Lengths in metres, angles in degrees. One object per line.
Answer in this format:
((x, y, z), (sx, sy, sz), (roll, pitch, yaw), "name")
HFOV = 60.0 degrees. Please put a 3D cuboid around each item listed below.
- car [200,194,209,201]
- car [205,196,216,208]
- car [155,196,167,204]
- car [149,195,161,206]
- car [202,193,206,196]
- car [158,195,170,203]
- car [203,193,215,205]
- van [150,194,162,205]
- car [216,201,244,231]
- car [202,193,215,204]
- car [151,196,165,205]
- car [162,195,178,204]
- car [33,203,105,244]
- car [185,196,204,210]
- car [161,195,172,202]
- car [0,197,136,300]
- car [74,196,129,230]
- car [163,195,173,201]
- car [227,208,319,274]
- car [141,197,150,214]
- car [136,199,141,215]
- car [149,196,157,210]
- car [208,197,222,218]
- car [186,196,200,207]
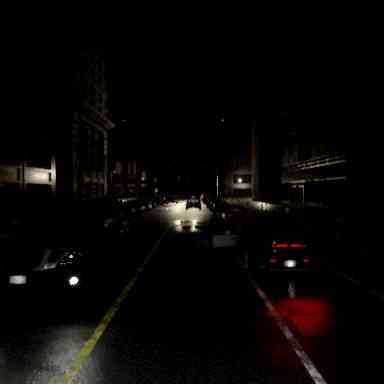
((2.959, 1.256, 78.115), (1.967, 1.590, 4.097), (0, 0, 0), "car")
((2.858, 1.476, 38.663), (1.802, 1.307, 4.206), (0, 0, 0), "car")
((-5.609, 1.428, 61.226), (1.802, 1.307, 4.206), (0, 0, 0), "car")
((-5.653, 1.463, 44.317), (1.802, 1.307, 4.206), (0, 0, 0), "car")
((2.900, 1.171, 55.570), (2.192, 1.841, 5.009), (0, 0, 0), "car")
((-5.594, 1.401, 66.863), (1.947, 1.339, 4.313), (0, 0, 0), "car")
((2.872, 1.321, 44.299), (1.967, 1.590, 4.097), (0, 0, 0), "car")
((-5.639, 1.210, 49.953), (1.690, 1.788, 3.998), (0, 0, 0), "van")
((2.814, 1.521, 21.754), (1.802, 1.307, 4.206), (0, 0, 0), "car")
((2.915, 1.160, 61.206), (2.192, 1.841, 5.009), (0, 0, 0), "car")
((-5.624, 1.382, 55.419), (1.752, 1.417, 4.829), (0, 0, 0), "car")
((-2.873, 1.063, 49.553), (2.033, 1.411, 5.357), (0, 0, 0), "car")
((-5.726, 1.395, 16.132), (1.967, 1.590, 4.097), (0, 0, 0), "car")
((0.180, 1.491, 40.147), (1.895, 1.301, 4.718), (0, 0, 0), "car")
((-5.580, 1.392, 72.499), (1.947, 1.339, 4.313), (0, 0, 0), "car")
((-3.080, 1.197, 8.669), (2.150, 2.045, 5.566), (0, 0, 0), "car")
((-5.712, 1.255, 21.769), (2.192, 1.841, 5.009), (0, 0, 0), "car")
((-5.565, 1.367, 78.136), (2.008, 1.369, 4.403), (0, 0, 0), "car")
((2.380, 1.475, 10.453), (1.837, 1.490, 4.892), (0, 0, 0), "car")
((-5.682, 1.475, 33.043), (1.947, 1.339, 4.313), (0, 0, 0), "car")
((-5.696, 1.490, 27.407), (1.947, 1.339, 4.313), (0, 0, 0), "car")
((-5.667, 1.445, 38.679), (2.008, 1.369, 4.403), (0, 0, 0), "car")
((2.843, 1.490, 33.026), (1.802, 1.307, 4.206), (0, 0, 0), "car")
((0.128, 1.415, 50.018), (2.033, 1.411, 5.357), (0, 0, 0), "car")
